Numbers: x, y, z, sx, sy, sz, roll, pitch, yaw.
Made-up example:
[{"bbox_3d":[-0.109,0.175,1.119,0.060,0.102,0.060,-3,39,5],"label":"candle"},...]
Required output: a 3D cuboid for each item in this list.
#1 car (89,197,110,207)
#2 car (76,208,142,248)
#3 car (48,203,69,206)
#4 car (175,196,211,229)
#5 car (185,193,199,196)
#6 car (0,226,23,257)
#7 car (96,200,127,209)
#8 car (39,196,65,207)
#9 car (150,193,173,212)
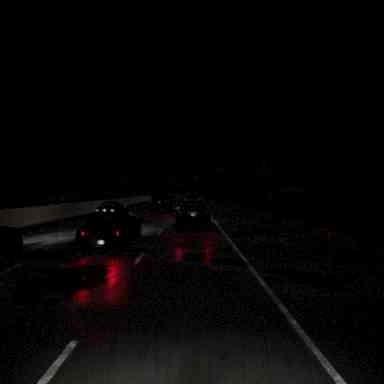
[{"bbox_3d":[-14.151,1.494,51.173,1.994,1.385,4.181,0,0,0],"label":"car"},{"bbox_3d":[-3.421,1.580,14.691,1.895,1.301,4.718,0,0,0],"label":"car"},{"bbox_3d":[-17.655,1.465,45.725,1.812,1.442,4.674,0,0,0],"label":"car"},{"bbox_3d":[0.070,1.321,21.218,2.097,1.767,4.553,0,0,0],"label":"car"},{"bbox_3d":[0.038,1.165,40.146,2.150,2.045,5.566,0,0,0],"label":"car"},{"bbox_3d":[-6.921,1.479,9.897,2.128,1.511,4.902,0,0,0],"label":"car"},{"bbox_3d":[-6.944,1.508,28.907,2.033,1.411,5.357,0,0,0],"label":"car"},{"bbox_3d":[-21.148,1.411,50.511,1.882,1.535,5.008,0,0,0],"label":"car"},{"bbox_3d":[-3.447,1.167,38.097,2.150,2.045,5.566,0,0,0],"label":"car"}]
